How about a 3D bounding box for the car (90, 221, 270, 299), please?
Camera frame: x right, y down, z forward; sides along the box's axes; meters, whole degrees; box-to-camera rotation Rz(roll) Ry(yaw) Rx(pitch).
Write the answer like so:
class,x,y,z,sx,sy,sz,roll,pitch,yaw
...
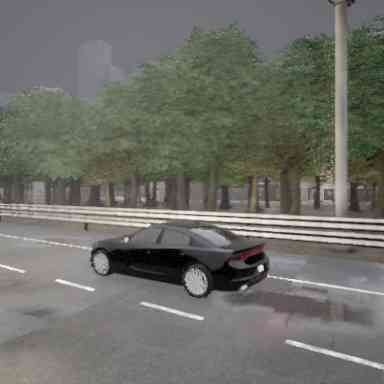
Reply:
class,x,y,z,sx,sy,sz,roll,pitch,yaw
car,-0.546,1.497,8.557,5.008,1.535,1.882,0,0,35
